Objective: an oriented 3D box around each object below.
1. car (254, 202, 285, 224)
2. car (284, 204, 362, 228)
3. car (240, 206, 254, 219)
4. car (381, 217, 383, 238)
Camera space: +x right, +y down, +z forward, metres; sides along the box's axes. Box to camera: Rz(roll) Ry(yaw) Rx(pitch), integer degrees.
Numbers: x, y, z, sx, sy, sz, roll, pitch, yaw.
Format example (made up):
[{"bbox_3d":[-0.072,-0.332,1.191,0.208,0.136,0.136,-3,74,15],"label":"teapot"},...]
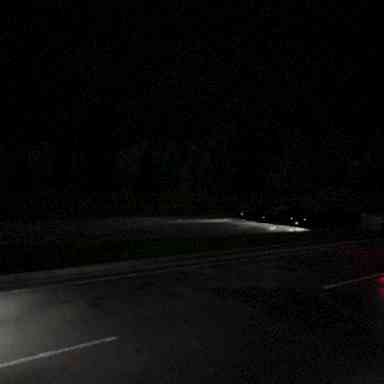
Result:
[{"bbox_3d":[7.619,1.698,26.450,4.674,1.442,1.812,1,0,-24],"label":"car"},{"bbox_3d":[9.466,1.725,23.420,5.357,1.411,2.033,1,0,-24],"label":"car"},{"bbox_3d":[6.575,1.668,29.821,4.902,1.511,2.128,1,0,-24],"label":"car"},{"bbox_3d":[10.636,1.374,14.462,5.566,2.045,2.150,1,0,-29],"label":"car"}]
